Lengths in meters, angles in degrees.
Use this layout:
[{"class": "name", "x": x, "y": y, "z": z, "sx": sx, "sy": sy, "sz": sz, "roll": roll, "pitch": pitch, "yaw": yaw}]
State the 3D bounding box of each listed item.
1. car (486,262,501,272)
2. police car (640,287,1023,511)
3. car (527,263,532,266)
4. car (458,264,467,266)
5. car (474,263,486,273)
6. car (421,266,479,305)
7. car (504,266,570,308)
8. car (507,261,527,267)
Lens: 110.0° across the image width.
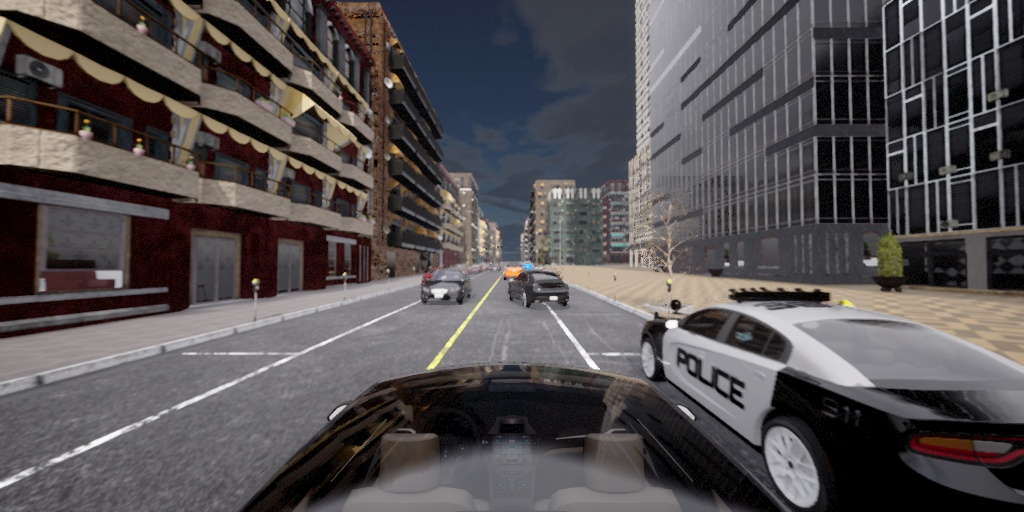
[{"class": "car", "x": -2.777, "y": 1.966, "z": 60.611, "sx": 2.128, "sy": 1.511, "sz": 4.902, "roll": 0, "pitch": -1, "yaw": 0}, {"class": "police car", "x": 3.140, "y": 1.206, "z": 4.395, "sx": 1.930, "sy": 1.638, "sz": 5.238, "roll": 0, "pitch": -1, "yaw": 0}, {"class": "car", "x": 2.829, "y": 1.727, "z": 38.345, "sx": 2.007, "sy": 1.370, "sz": 4.403, "roll": 0, "pitch": 0, "yaw": 0}, {"class": "car", "x": -5.573, "y": 1.677, "z": 32.809, "sx": 1.948, "sy": 1.339, "sz": 4.313, "roll": 0, "pitch": 0, "yaw": 0}, {"class": "car", "x": -5.488, "y": 1.954, "z": 55.086, "sx": 1.802, "sy": 1.307, "sz": 4.207, "roll": 0, "pitch": 0, "yaw": 0}, {"class": "car", "x": -3.043, "y": 1.424, "z": 17.438, "sx": 2.128, "sy": 1.511, "sz": 4.902, "roll": 0, "pitch": -1, "yaw": 0}, {"class": "car", "x": 1.073, "y": 1.427, "z": 16.449, "sx": 1.837, "sy": 1.490, "sz": 4.892, "roll": -1, "pitch": 0, "yaw": -14}, {"class": "car", "x": 0.233, "y": 1.524, "z": 38.040, "sx": 2.097, "sy": 1.767, "sz": 4.553, "roll": 0, "pitch": -1, "yaw": 0}]
